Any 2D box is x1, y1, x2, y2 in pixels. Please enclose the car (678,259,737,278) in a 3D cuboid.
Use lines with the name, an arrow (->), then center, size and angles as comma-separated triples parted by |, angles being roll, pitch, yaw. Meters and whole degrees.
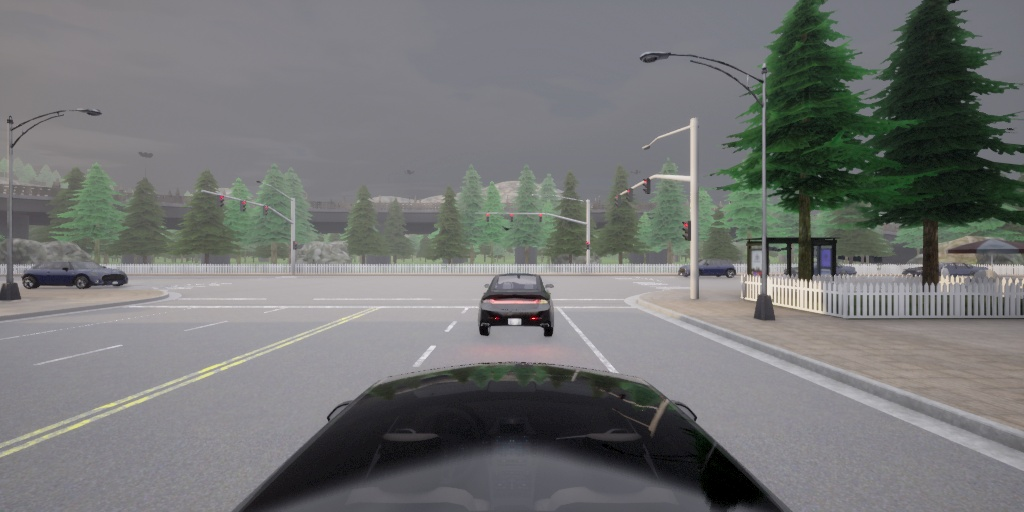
car -> 17.513, 1.046, 32.347 | 4.553, 1.767, 2.097 | 0, 0, 0

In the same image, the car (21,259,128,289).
car -> -26.394, 1.046, 21.812 | 4.553, 1.767, 2.097 | 0, 0, 0

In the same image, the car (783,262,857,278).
car -> 27.670, 1.242, 32.255 | 5.357, 1.411, 2.033 | 0, 0, 1

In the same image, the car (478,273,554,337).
car -> 0.180, 1.242, 10.352 | 2.128, 1.511, 4.902 | 0, 0, 3

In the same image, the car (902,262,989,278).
car -> 38.061, 1.242, 31.508 | 5.357, 1.411, 2.033 | 0, 0, 10
